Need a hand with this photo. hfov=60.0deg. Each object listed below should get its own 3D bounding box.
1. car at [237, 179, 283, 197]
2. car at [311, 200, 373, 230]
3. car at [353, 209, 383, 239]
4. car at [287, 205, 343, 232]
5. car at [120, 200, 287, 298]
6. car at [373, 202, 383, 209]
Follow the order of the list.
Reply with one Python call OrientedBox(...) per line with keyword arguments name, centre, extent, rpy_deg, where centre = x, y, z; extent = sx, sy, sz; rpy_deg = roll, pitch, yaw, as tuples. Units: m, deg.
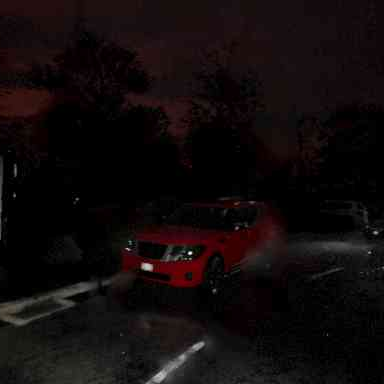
OrientedBox(name="car", centre=(6.296, -0.421, 30.651), extent=(4.902, 1.511, 2.128), rpy_deg=(-3, 3, -34))
OrientedBox(name="car", centre=(9.901, 1.612, 24.665), extent=(5.566, 2.045, 2.435), rpy_deg=(1, -1, 35))
OrientedBox(name="car", centre=(11.561, 1.919, 18.656), extent=(4.902, 1.511, 2.128), rpy_deg=(2, 0, -35))
OrientedBox(name="car", centre=(7.420, 1.802, 22.925), extent=(4.792, 1.488, 2.163), rpy_deg=(1, -1, 35))
OrientedBox(name="car", centre=(0.584, 1.250, 9.184), extent=(2.150, 2.045, 5.566), rpy_deg=(2, 0, 33))
OrientedBox(name="car", centre=(12.429, 1.703, 26.389), extent=(5.566, 2.045, 2.435), rpy_deg=(1, -1, 35))
